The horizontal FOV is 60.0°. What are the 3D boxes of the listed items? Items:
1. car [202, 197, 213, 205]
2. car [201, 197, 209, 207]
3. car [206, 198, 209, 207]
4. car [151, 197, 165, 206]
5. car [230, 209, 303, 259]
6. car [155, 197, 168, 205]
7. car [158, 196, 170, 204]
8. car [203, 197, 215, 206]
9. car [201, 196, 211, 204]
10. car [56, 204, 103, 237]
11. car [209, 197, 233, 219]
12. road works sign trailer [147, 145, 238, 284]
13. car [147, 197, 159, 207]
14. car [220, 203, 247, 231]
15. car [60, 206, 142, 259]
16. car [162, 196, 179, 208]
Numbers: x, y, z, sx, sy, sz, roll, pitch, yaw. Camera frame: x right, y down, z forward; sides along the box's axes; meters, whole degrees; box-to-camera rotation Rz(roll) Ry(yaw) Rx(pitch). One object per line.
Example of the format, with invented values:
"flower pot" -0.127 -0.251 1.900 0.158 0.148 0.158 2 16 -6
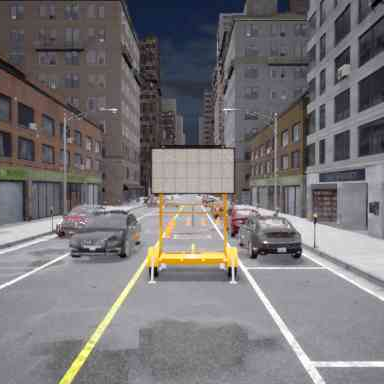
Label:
"car" 2.851 1.573 61.981 1.887 1.381 4.507 -1 0 0
"car" 2.833 1.585 50.971 1.947 1.339 4.313 -1 0 0
"car" 2.807 1.552 34.455 1.887 1.381 4.507 -1 0 0
"car" -5.683 1.589 56.490 1.947 1.339 4.313 -1 0 0
"car" 2.772 1.550 12.434 2.008 1.369 4.403 -1 0 0
"car" -5.674 1.579 61.995 2.008 1.369 4.403 -1 0 0
"car" -5.666 1.578 67.500 1.887 1.381 4.507 -1 0 0
"car" 2.842 1.568 56.476 1.887 1.381 4.507 -1 0 0
"car" 2.859 1.578 67.486 1.887 1.381 4.507 -1 0 0
"car" -5.745 1.441 17.954 1.967 1.590 4.097 -1 0 0
"car" 2.797 1.445 28.950 1.967 1.590 4.097 -1 0 0
"road works sign trailer" 0.028 0.464 9.577 2.380 3.560 2.880 0 0 0
"car" -5.693 1.459 50.984 1.967 1.590 4.097 -1 0 0
"car" 2.781 1.546 17.940 1.887 1.381 4.507 -1 0 0
"car" -3.080 1.504 12.727 1.837 1.490 4.892 0 0 0
"car" -2.925 1.617 47.897 1.895 1.301 4.718 0 0 0
